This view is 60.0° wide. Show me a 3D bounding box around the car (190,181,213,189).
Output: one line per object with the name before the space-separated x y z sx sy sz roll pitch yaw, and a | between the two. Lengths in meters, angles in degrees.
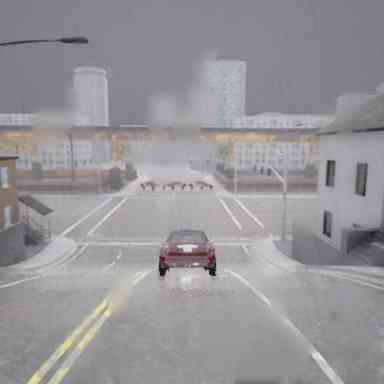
car | 1.837 -1.399 67.368 4.974 1.542 2.038 4 9 28

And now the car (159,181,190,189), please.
car | -3.525 -1.305 66.555 4.974 1.542 2.038 -6 10 -36

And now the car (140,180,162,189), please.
car | -8.170 -1.477 66.530 4.536 1.218 1.853 8 11 43

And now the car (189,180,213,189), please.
car | 1.792 -1.559 67.371 4.536 1.218 1.853 4 9 28

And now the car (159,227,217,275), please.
car | -0.201 2.430 13.886 2.097 1.767 4.553 0 -10 -1

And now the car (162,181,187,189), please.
car | -3.483 -1.465 66.564 4.536 1.218 1.853 -6 10 -36

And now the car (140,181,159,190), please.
car | -8.133 -1.316 66.517 4.974 1.542 2.038 8 11 43
